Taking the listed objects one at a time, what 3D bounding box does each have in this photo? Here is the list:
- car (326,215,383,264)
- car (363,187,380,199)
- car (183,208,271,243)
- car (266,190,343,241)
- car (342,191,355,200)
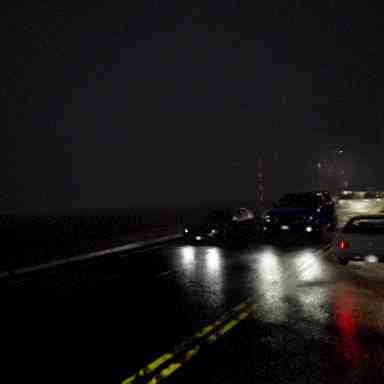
[{"bbox_3d":[5.736,1.335,10.167,1.895,1.301,4.718,-3,0,34],"label":"car"},{"bbox_3d":[26.993,0.124,49.898,2.097,1.767,4.553,-3,0,31],"label":"car"},{"bbox_3d":[1.744,1.486,16.215,2.033,1.411,5.357,-3,0,34],"label":"car"},{"bbox_3d":[5.220,0.989,15.585,2.150,2.045,5.566,-3,0,34],"label":"car"},{"bbox_3d":[23.295,0.499,50.002,2.033,1.411,5.357,-3,0,31],"label":"car"}]
